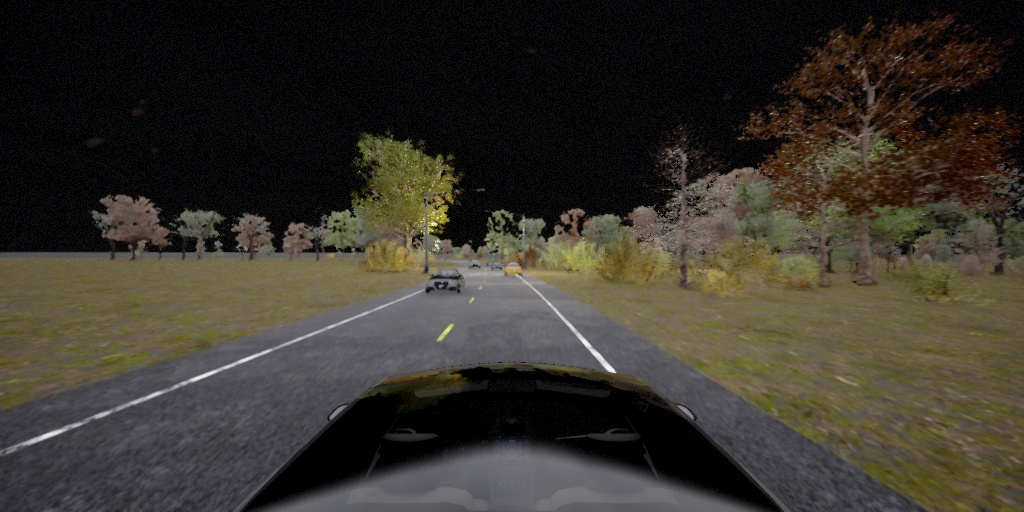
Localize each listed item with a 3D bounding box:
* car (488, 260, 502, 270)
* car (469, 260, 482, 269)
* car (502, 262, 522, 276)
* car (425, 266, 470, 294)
[{"bbox_3d":[-2.550,1.612,59.577,2.033,1.411,5.357,0,0,-5],"label":"car"},{"bbox_3d":[-6.510,1.446,63.942,2.097,1.767,4.553,0,0,-5],"label":"car"},{"bbox_3d":[0.114,1.431,40.186,1.801,1.575,5.366,0,0,-3],"label":"car"},{"bbox_3d":[-3.899,1.452,21.517,1.994,1.385,4.181,0,0,-2],"label":"car"}]
